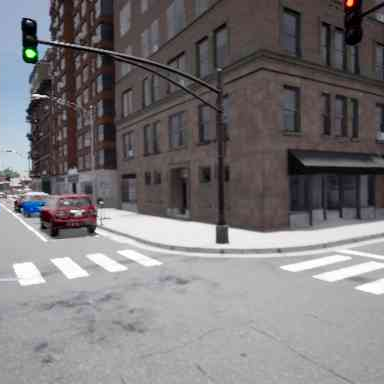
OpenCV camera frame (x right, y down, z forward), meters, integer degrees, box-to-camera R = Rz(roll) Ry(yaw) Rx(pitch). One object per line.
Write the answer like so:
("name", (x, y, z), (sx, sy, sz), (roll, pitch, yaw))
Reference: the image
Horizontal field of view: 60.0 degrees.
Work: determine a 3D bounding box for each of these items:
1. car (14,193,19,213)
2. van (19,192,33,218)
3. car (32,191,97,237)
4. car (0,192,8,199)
("car", (-15.022, 0.870, 30.432), (2.192, 1.841, 5.009), (-2, 2, -32))
("van", (-12.085, 0.951, 25.778), (1.690, 1.788, 3.998), (-2, 2, -32))
("car", (-6.213, 1.035, 16.468), (2.192, 1.841, 5.009), (-2, 2, -32))
("car", (-38.600, 0.637, 67.819), (1.752, 1.417, 4.829), (-2, 2, -32))
